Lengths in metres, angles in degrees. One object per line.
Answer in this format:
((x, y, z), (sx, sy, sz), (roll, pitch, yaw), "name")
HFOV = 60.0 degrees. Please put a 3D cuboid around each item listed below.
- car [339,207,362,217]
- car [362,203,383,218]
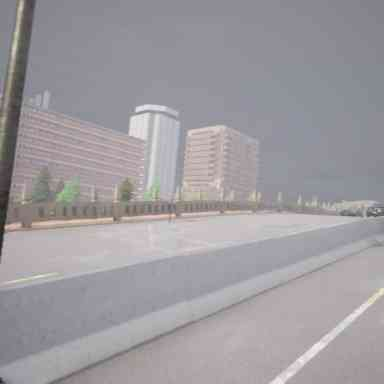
((21.666, 2.757, 45.025), (2.033, 1.411, 5.357), (0, -5, 43), "car")
((24.047, 2.413, 42.443), (2.150, 2.045, 5.566), (0, -6, 43), "car")
